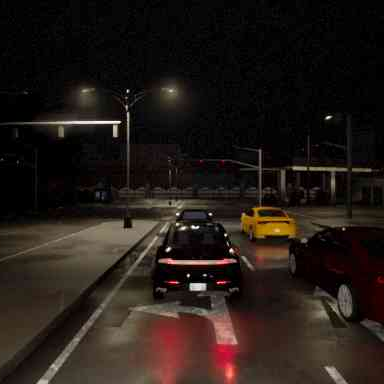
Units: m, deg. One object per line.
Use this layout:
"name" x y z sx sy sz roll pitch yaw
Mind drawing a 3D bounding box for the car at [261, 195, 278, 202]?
"car" 13.240 1.294 56.738 2.242 1.667 4.611 0 0 0

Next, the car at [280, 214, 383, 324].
"car" 3.603 1.478 7.238 1.882 1.535 5.008 0 0 0

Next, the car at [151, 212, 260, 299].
"car" 0.104 1.491 8.399 2.128 1.511 4.902 0 0 0

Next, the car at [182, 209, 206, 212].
"car" 0.111 1.564 17.168 1.994 1.385 4.181 0 0 -1

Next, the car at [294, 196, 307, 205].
"car" 18.986 1.455 57.497 1.970 1.475 3.806 0 0 0

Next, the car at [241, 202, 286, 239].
"car" 3.610 1.477 16.490 1.882 1.535 5.008 0 0 0
